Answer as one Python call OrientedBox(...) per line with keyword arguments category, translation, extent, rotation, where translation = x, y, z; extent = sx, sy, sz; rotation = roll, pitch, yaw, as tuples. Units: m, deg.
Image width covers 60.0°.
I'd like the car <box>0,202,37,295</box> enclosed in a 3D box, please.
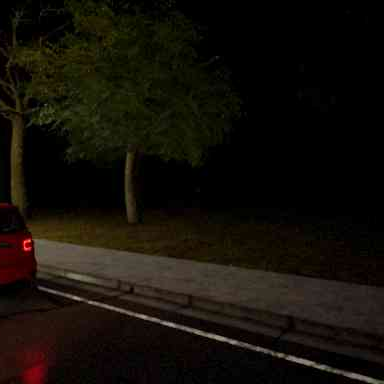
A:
OrientedBox(category="car", translation=(-5.794, 1.221, 7.458), extent=(5.566, 2.045, 2.150), rotation=(0, 0, 34))
